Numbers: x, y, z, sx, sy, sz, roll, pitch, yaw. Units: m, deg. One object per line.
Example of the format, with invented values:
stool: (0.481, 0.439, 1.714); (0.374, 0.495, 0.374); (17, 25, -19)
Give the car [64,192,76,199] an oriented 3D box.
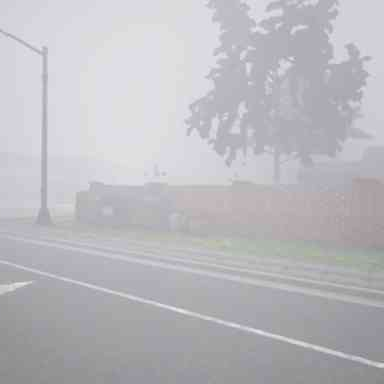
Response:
car: (-24.039, 0.729, 67.831); (1.970, 1.475, 3.806); (1, 1, 36)
